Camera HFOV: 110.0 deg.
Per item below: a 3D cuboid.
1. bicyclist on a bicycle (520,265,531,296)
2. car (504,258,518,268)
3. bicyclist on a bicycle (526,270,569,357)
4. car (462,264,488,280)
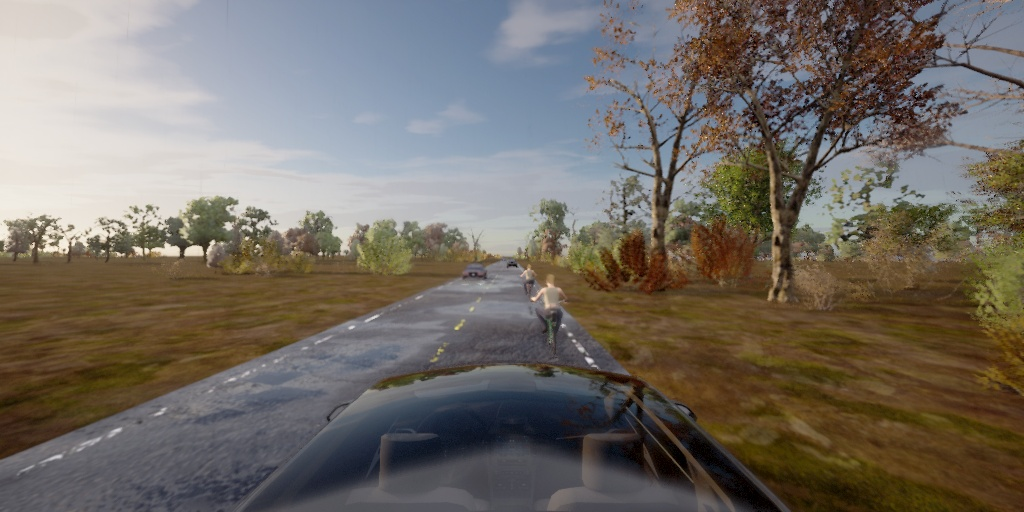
[{"bbox_3d":[0.803,1.204,16.899,0.866,1.612,1.509,-1,0,0],"label":"bicyclist on a bicycle"},{"bbox_3d":[0.020,1.338,62.849,1.837,1.490,4.892,0,0,0],"label":"car"},{"bbox_3d":[0.819,1.192,7.611,0.866,1.612,1.509,-1,0,0],"label":"bicyclist on a bicycle"},{"bbox_3d":[-3.140,1.353,31.154,1.994,1.385,4.181,0,0,0],"label":"car"}]
